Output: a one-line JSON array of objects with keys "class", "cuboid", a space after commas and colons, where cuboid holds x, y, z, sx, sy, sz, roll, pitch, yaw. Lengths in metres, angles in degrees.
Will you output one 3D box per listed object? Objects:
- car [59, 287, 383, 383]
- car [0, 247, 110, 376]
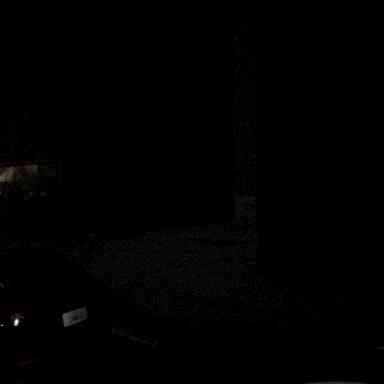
[{"class": "car", "cuboid": [1.366, 1.551, 2.104, 4.403, 1.369, 2.008, 0, 0, 36]}, {"class": "car", "cuboid": [-3.131, 1.576, 5.315, 4.313, 1.339, 1.947, 0, 0, 36]}]
